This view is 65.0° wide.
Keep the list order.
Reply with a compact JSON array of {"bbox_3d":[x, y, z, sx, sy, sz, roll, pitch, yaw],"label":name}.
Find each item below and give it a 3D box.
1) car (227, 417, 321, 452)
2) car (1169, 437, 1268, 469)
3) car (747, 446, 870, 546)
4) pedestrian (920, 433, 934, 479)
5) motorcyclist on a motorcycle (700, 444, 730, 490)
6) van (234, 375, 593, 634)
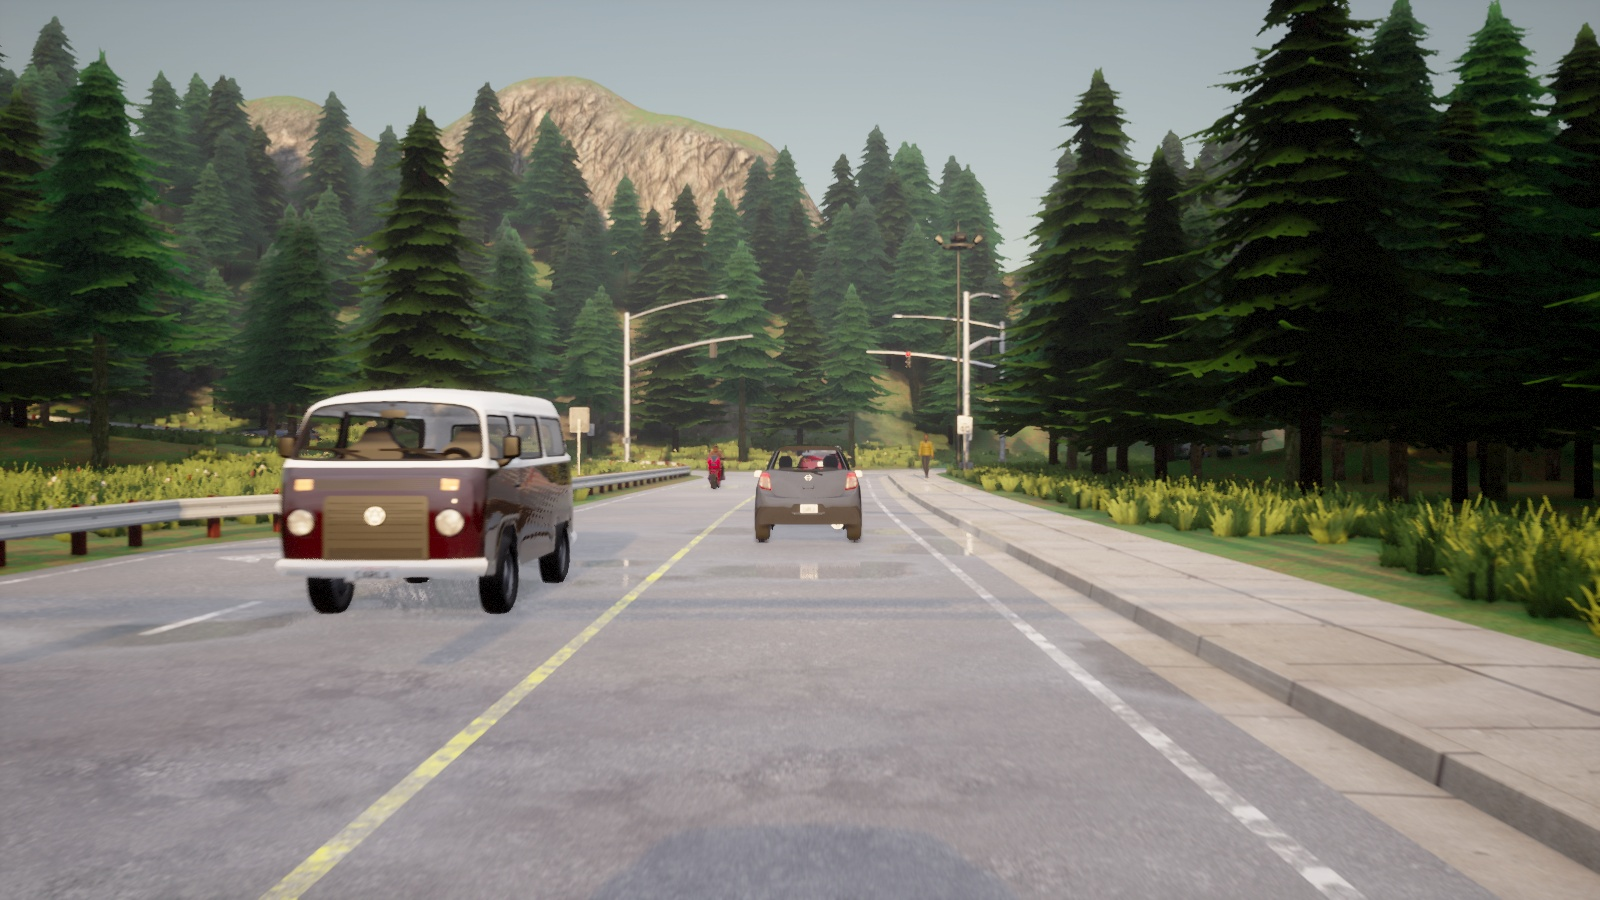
[{"bbox_3d":[-31.158,-0.919,74.528,4.856,1.649,2.033,5,-2,-18],"label":"car"},{"bbox_3d":[26.611,0.184,79.874,5.566,2.045,2.150,0,0,-2],"label":"car"},{"bbox_3d":[0.134,0.677,20.672,1.845,1.501,3.633,0,0,0],"label":"car"},{"bbox_3d":[5.083,0.223,50.305,0.431,1.840,0.709,0,0,16],"label":"pedestrian"},{"bbox_3d":[-2.861,0.568,42.476,0.797,1.523,2.044,0,0,2],"label":"motorcyclist on a motorcycle"},{"bbox_3d":[-3.416,0.414,12.144,2.069,2.038,4.480,0,0,0],"label":"van"}]
